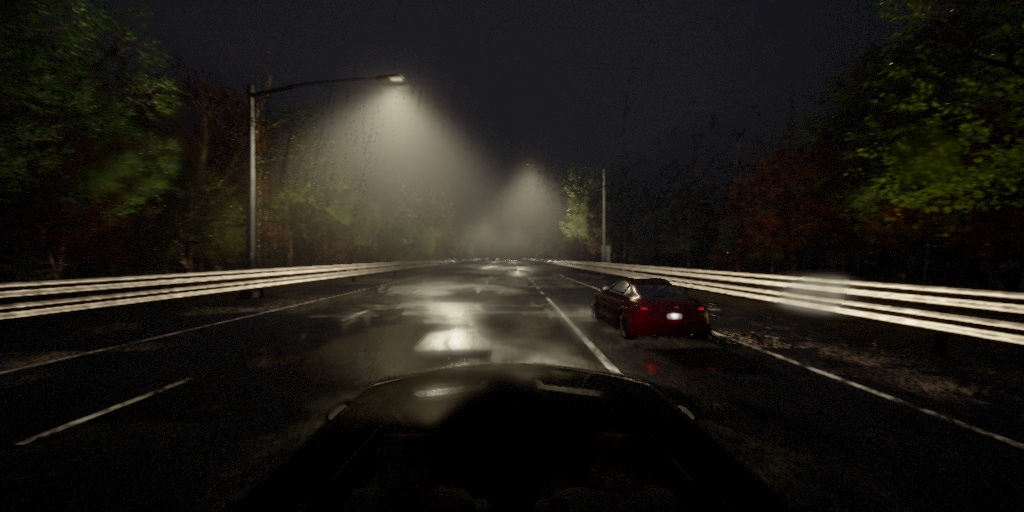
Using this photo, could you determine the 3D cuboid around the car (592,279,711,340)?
[{"bbox_3d":[3.586,1.312,9.980,1.994,1.385,4.181,0,0,-1],"label":"car"}]
